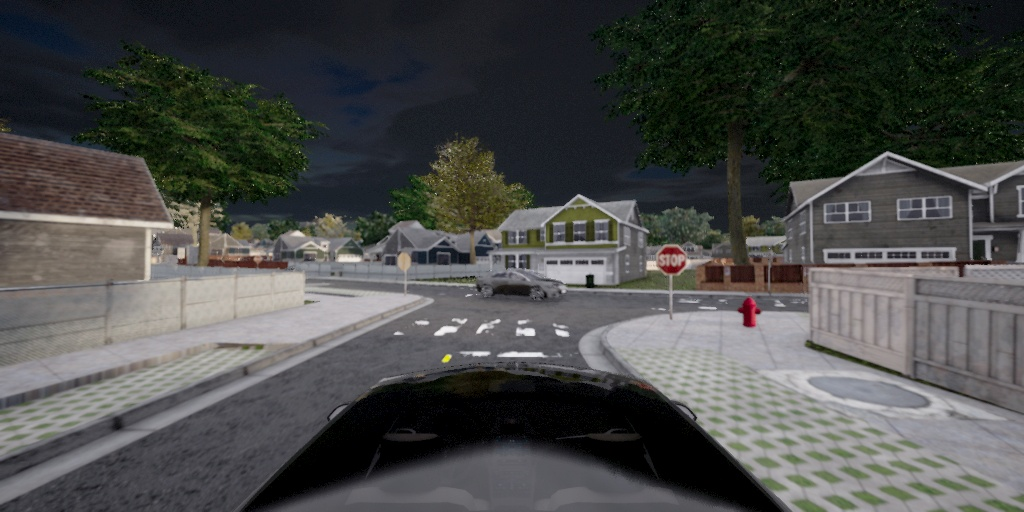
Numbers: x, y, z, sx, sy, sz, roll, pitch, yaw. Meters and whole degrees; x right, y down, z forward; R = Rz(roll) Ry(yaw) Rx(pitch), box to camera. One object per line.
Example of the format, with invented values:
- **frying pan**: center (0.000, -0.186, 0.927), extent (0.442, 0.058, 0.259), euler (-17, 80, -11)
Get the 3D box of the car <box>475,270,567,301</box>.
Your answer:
- **car**: center (0.385, 1.465, 18.470), extent (4.902, 1.511, 2.128), euler (-1, -2, 31)
